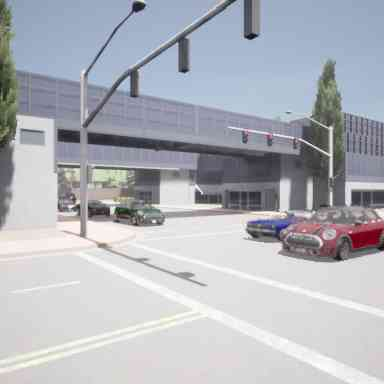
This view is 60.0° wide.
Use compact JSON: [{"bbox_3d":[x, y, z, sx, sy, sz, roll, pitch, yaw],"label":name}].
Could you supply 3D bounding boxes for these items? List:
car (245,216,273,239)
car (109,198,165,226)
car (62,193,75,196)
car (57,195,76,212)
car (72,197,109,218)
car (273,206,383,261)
[{"bbox_3d":[4.789,1.601,16.258,4.718,1.301,1.895,0,0,-37],"label":"car"},{"bbox_3d":[-3.795,1.352,23.535,2.097,1.767,4.553,0,0,-36],"label":"car"},{"bbox_3d":[-23.692,1.221,63.071,2.150,2.045,5.566,0,0,-36],"label":"car"},{"bbox_3d":[-14.826,1.492,38.692,2.128,1.511,4.902,0,0,-36],"label":"car"},{"bbox_3d":[-9.245,1.478,31.020,1.882,1.535,5.008,0,0,-36],"label":"car"},{"bbox_3d":[5.407,1.352,12.354,4.553,1.767,2.097,0,0,-37],"label":"car"}]
